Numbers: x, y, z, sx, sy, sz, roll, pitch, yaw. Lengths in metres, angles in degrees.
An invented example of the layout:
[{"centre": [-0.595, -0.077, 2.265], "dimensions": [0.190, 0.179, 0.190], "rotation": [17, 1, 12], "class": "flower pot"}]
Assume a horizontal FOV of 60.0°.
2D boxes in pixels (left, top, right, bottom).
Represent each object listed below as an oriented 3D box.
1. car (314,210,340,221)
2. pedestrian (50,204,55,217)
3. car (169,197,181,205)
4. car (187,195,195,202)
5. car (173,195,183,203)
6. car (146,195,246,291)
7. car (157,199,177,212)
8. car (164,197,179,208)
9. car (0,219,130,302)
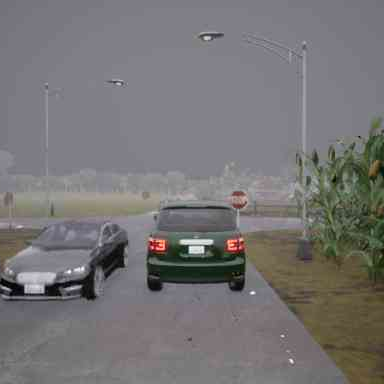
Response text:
[{"centre": [12.562, 1.521, 26.282], "dimensions": [5.357, 1.411, 2.033], "rotation": [0, 2, 0], "class": "car"}, {"centre": [-12.238, 1.611, 29.166], "dimensions": [0.500, 1.100, 0.500], "rotation": [0, 2, 0], "class": "pedestrian"}, {"centre": [-2.947, 1.555, 58.797], "dimensions": [1.994, 1.385, 4.181], "rotation": [0, 0, 0], "class": "car"}, {"centre": [-0.158, 1.476, 80.817], "dimensions": [1.882, 1.535, 5.008], "rotation": [0, 0, 0], "class": "car"}, {"centre": [-2.886, 1.472, 69.637], "dimensions": [1.882, 1.535, 5.008], "rotation": [0, 0, 0], "class": "car"}, {"centre": [0.086, 1.216, 9.153], "dimensions": [2.150, 2.045, 5.566], "rotation": [0, 0, 0], "class": "car"}, {"centre": [-2.924, 1.551, 39.833], "dimensions": [1.994, 1.385, 4.181], "rotation": [0, 0, 0], "class": "car"}, {"centre": [-2.934, 1.466, 48.567], "dimensions": [1.882, 1.535, 5.008], "rotation": [0, 0, 0], "class": "car"}, {"centre": [-2.840, 1.487, 8.471], "dimensions": [2.128, 1.511, 4.902], "rotation": [0, 0, 0], "class": "car"}]
